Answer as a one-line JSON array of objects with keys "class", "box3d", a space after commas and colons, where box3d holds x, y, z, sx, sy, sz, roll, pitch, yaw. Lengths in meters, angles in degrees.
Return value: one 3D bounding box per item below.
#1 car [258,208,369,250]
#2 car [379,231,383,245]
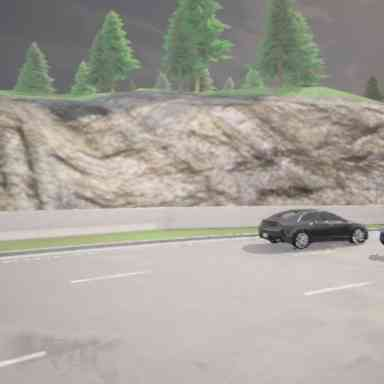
[{"class": "car", "box3d": [5.141, 1.459, 13.966, 4.892, 1.490, 1.837, 0, 0, -22]}, {"class": "car", "box3d": [8.996, 1.570, 11.413, 4.718, 1.301, 1.895, 0, 0, -18]}]
